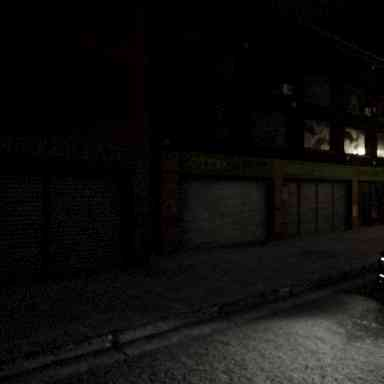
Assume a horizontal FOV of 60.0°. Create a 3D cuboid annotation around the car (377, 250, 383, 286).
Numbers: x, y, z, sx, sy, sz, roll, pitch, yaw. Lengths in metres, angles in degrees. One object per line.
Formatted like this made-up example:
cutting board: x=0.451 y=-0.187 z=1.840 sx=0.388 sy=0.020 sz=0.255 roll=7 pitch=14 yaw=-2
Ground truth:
car: x=6.236 y=1.443 z=7.831 sx=4.902 sy=1.511 sz=2.128 roll=0 pitch=0 yaw=-36
